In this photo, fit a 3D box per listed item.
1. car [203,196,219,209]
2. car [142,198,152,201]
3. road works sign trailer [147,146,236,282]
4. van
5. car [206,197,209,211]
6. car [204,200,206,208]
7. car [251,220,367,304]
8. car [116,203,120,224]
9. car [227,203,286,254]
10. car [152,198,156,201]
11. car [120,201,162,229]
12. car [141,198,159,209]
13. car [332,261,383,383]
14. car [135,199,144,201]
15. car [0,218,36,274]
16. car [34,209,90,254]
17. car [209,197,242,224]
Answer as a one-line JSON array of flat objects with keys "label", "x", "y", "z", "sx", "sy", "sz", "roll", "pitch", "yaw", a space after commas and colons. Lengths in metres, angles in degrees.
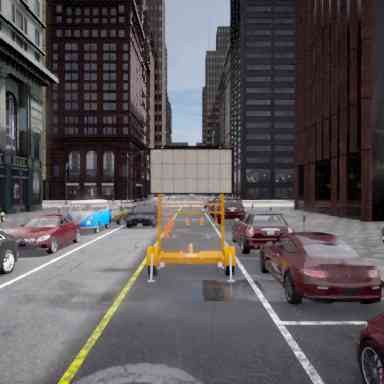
[{"label": "car", "x": 2.650, "y": 1.464, "z": 47.283, "sx": 1.967, "sy": 1.590, "sz": 4.097, "roll": 0, "pitch": 0, "yaw": 0}, {"label": "car", "x": -5.848, "y": 1.580, "z": 35.989, "sx": 1.947, "sy": 1.339, "sz": 4.313, "roll": 0, "pitch": 0, "yaw": 0}, {"label": "road works sign trailer", "x": -0.023, "y": 0.465, "z": 9.713, "sx": 2.380, "sy": 3.560, "sz": 2.880, "roll": 0, "pitch": 0, "yaw": 0}, {"label": "van", "x": -5.810, "y": 1.344, "z": 19.079, "sx": 1.690, "sy": 1.788, "sz": 3.998, "roll": 0, "pitch": 0, "yaw": 0}, {"label": "car", "x": 2.688, "y": 1.324, "z": 30.375, "sx": 2.192, "sy": 1.841, "sz": 5.009, "roll": 0, "pitch": 0, "yaw": 0}, {"label": "car", "x": 2.676, "y": 1.579, "z": 36.011, "sx": 1.947, "sy": 1.339, "sz": 4.313, "roll": 0, "pitch": 0, "yaw": 0}, {"label": "car", "x": 2.741, "y": 1.582, "z": 7.831, "sx": 1.802, "sy": 1.307, "sz": 4.206, "roll": 0, "pitch": 0, "yaw": 0}, {"label": "car", "x": -5.822, "y": 1.531, "z": 24.545, "sx": 1.752, "sy": 1.417, "sz": 4.829, "roll": 0, "pitch": 0, "yaw": 0}, {"label": "car", "x": 2.728, "y": 1.441, "z": 13.467, "sx": 1.967, "sy": 1.590, "sz": 4.097, "roll": 0, "pitch": 0, "yaw": 0}, {"label": "car", "x": -5.861, "y": 1.585, "z": 41.625, "sx": 1.947, "sy": 1.339, "sz": 4.313, "roll": 0, "pitch": 0, "yaw": 0}, {"label": "car", "x": -3.051, "y": 1.552, "z": 22.089, "sx": 2.033, "sy": 1.411, "sz": 5.357, "roll": 0, "pitch": 0, "yaw": 0}, {"label": "car", "x": -5.874, "y": 1.575, "z": 47.262, "sx": 2.008, "sy": 1.369, "sz": 4.403, "roll": 0, "pitch": 0, "yaw": 0}, {"label": "car", "x": 2.755, "y": 1.582, "z": 2.194, "sx": 1.802, "sy": 1.307, "sz": 4.206, "roll": 0, "pitch": 0, "yaw": 0}, {"label": "car", "x": -5.835, "y": 1.591, "z": 30.352, "sx": 1.802, "sy": 1.307, "sz": 4.206, "roll": 0, "pitch": 0, "yaw": 0}, {"label": "car", "x": -5.784, "y": 1.551, "z": 7.805, "sx": 2.008, "sy": 1.369, "sz": 4.403, "roll": 0, "pitch": 0, "yaw": 0}, {"label": "car", "x": -5.796, "y": 1.583, "z": 13.443, "sx": 1.802, "sy": 1.307, "sz": 4.206, "roll": 0, "pitch": 0, "yaw": 0}, {"label": "car", "x": 2.701, "y": 1.321, "z": 24.738, "sx": 2.192, "sy": 1.841, "sz": 5.009, "roll": 0, "pitch": 0, "yaw": 0}]
